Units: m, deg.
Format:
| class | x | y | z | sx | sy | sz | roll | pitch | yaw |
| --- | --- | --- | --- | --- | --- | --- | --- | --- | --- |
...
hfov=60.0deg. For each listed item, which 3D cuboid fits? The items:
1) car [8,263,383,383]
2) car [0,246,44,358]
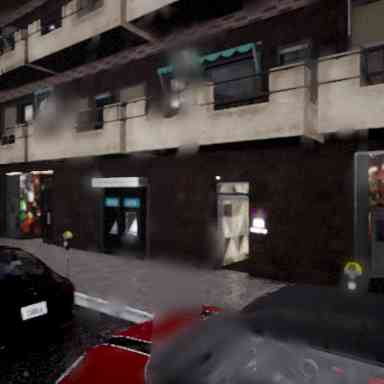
| class | x | y | z | sx | sy | sz | roll | pitch | yaw |
| --- | --- | --- | --- | --- | --- | --- | --- | --- | --- |
| car | 0.768 | 1.442 | 2.322 | 4.097 | 1.590 | 1.967 | 0 | 0 | 36 |
| car | -3.738 | 1.583 | 5.537 | 4.313 | 1.339 | 1.947 | 0 | 0 | 36 |
